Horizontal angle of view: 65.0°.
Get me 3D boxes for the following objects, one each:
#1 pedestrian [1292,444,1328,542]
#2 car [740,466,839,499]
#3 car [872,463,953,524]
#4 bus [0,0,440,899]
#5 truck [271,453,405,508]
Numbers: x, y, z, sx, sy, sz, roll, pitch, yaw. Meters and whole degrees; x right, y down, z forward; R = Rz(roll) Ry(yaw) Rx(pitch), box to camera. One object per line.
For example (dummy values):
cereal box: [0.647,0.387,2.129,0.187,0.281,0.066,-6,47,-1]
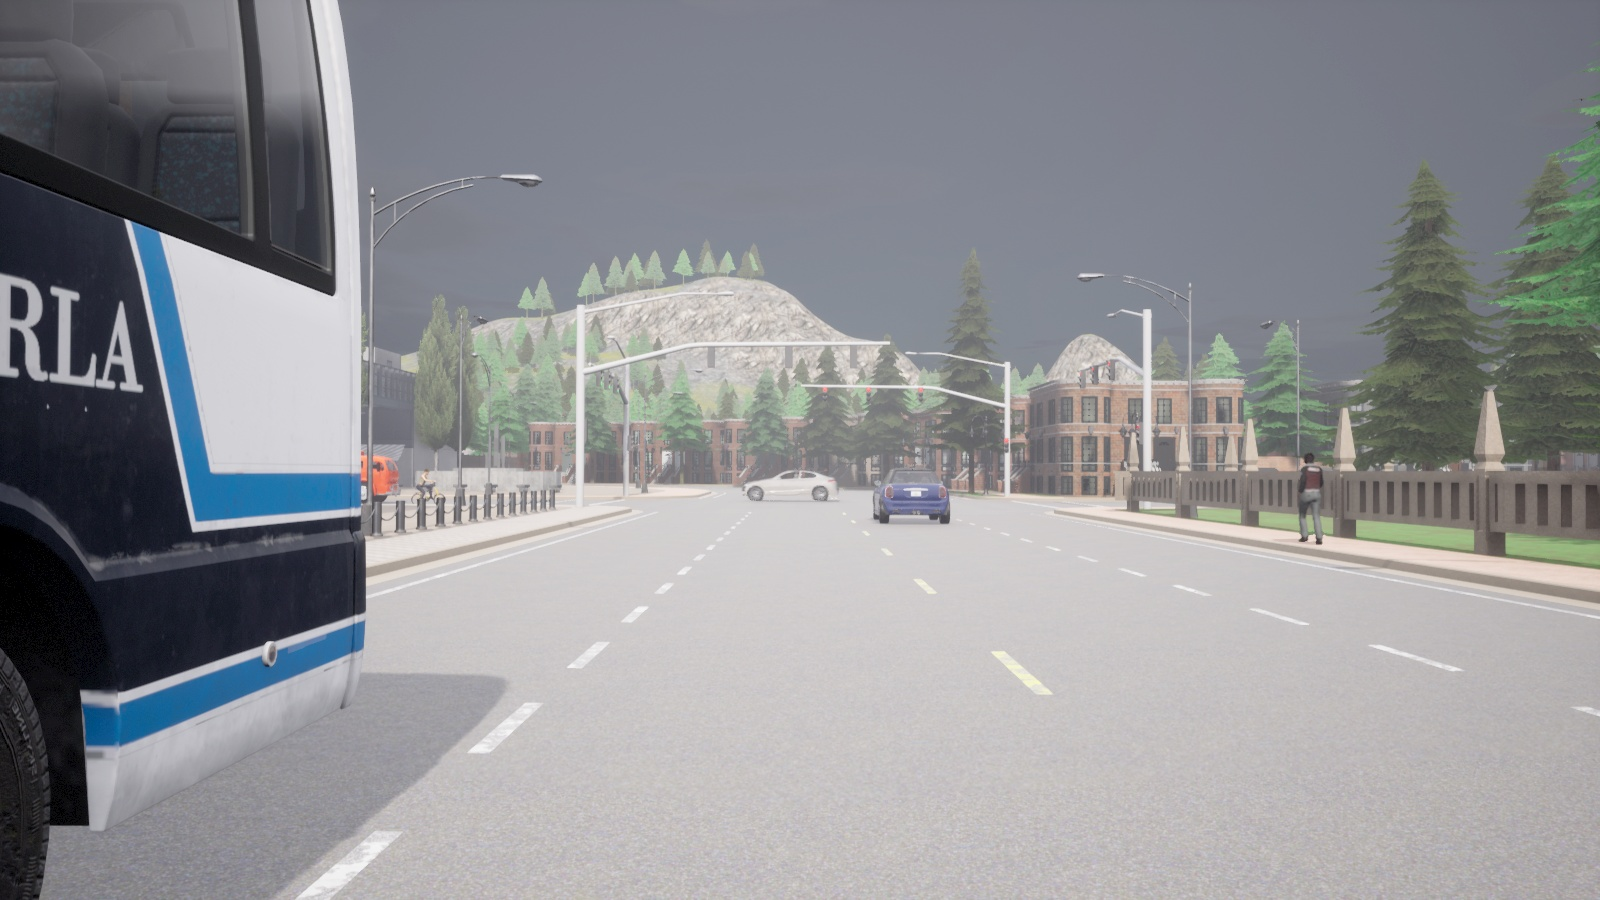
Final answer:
pedestrian: [10.156,0.853,25.017,0.402,1.930,0.666,0,-1,-1]
car: [-0.522,1.683,64.697,5.027,1.651,2.152,0,-1,0]
car: [3.417,1.316,39.050,2.097,1.767,4.553,0,-1,0]
bus: [-3.506,-0.544,0.235,3.944,4.253,10.273,0,-1,0]
truck: [-21.139,1.382,57.643,5.204,2.467,2.627,0,-1,0]
